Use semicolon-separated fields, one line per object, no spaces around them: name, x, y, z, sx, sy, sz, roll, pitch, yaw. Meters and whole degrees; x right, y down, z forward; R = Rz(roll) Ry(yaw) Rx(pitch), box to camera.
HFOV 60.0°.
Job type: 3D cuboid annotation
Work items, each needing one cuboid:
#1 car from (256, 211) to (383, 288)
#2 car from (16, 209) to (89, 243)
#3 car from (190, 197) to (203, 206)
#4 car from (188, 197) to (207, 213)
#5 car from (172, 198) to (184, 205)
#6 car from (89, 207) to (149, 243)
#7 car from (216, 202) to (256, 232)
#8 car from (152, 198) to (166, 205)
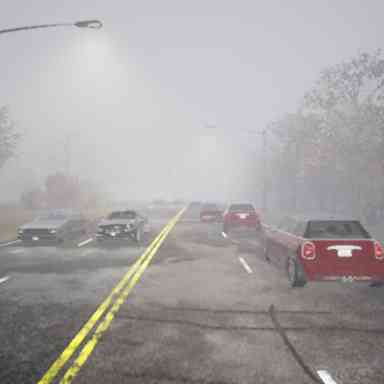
car;3.384;1.367;9.474;2.097;1.767;4.553;0;0;0
car;-6.522;1.565;16.552;2.033;1.411;5.357;0;0;1
car;0.792;1.591;56.082;1.994;1.385;4.181;0;0;2
car;0.508;1.522;43.232;2.128;1.511;4.902;0;0;2
car;-2.447;1.625;57.826;1.895;1.301;4.718;0;0;2
car;-3.269;1.523;16.319;1.837;1.490;4.892;0;0;1
car;2.808;1.376;20.392;2.097;1.767;4.553;0;0;1
car;-5.695;1.624;57.937;1.895;1.301;4.718;0;0;2
